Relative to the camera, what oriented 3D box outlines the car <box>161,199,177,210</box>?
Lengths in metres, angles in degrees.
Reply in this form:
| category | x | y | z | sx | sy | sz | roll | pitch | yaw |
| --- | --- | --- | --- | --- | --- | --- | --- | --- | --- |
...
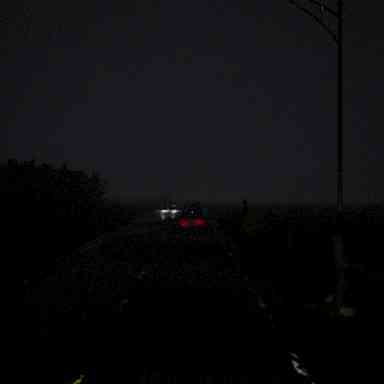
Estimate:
| category | x | y | z | sx | sy | sz | roll | pitch | yaw |
| --- | --- | --- | --- | --- | --- | --- | --- | --- | --- |
| car | -2.844 | 1.537 | 42.018 | 2.033 | 1.411 | 5.357 | 0 | 0 | 0 |

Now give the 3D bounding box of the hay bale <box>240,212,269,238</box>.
| category | x | y | z | sx | sy | sz | roll | pitch | yaw |
| --- | --- | --- | --- | --- | --- | --- | --- | --- | --- |
| hay bale | 3.128 | 1.644 | 16.807 | 1.220 | 1.180 | 1.240 | 0 | 0 | 0 |

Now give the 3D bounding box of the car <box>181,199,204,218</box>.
| category | x | y | z | sx | sy | sz | roll | pitch | yaw |
| --- | --- | --- | --- | --- | --- | --- | --- | --- | --- |
| car | 0.052 | 1.477 | 30.134 | 2.128 | 1.511 | 4.902 | 0 | 0 | 0 |

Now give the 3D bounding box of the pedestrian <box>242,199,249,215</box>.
| category | x | y | z | sx | sy | sz | roll | pitch | yaw |
| --- | --- | --- | --- | --- | --- | --- | --- | --- | --- |
| pedestrian | 2.824 | 1.290 | 17.904 | 0.375 | 1.860 | 0.375 | 0 | 0 | -2 |

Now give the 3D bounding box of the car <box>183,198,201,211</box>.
| category | x | y | z | sx | sy | sz | roll | pitch | yaw |
| --- | --- | --- | --- | --- | --- | --- | --- | --- | --- |
| car | 0.030 | 1.538 | 42.276 | 2.033 | 1.411 | 5.357 | 0 | 0 | 1 |
